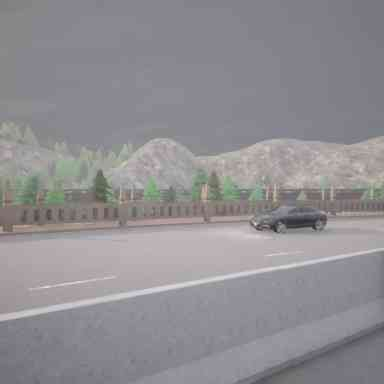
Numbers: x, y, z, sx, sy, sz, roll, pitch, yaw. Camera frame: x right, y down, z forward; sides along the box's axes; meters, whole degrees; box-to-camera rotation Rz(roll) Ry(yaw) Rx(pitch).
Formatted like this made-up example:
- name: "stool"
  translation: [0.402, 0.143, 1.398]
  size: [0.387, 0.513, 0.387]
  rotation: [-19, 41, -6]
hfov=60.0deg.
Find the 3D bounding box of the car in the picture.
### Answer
- name: "car"
  translation: [5.618, 1.505, 19.197]
  size: [4.892, 1.490, 1.837]
  rotation: [0, 0, -27]
